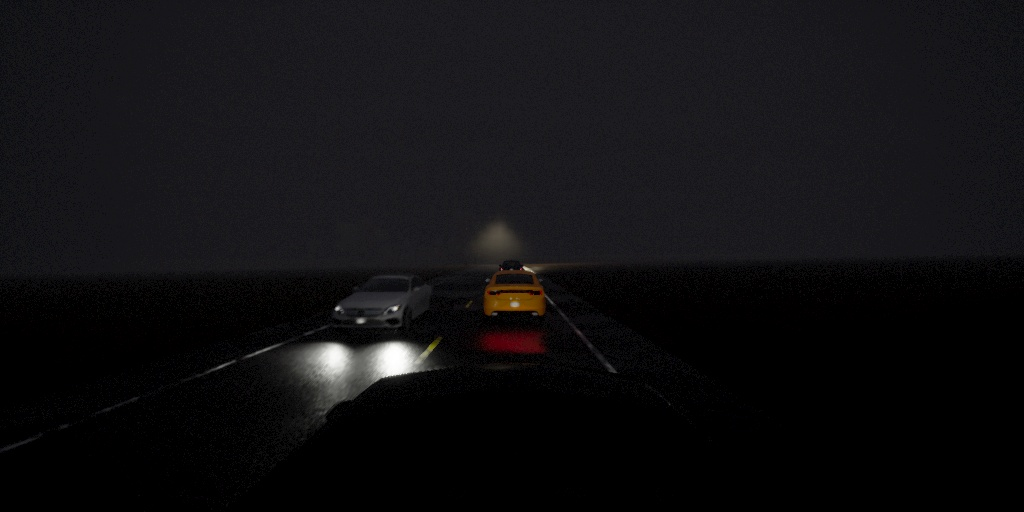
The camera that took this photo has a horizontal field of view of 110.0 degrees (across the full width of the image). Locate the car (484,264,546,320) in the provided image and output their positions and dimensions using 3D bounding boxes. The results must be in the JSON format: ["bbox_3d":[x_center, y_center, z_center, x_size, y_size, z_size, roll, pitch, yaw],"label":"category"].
[{"bbox_3d":[0.074,1.230,12.678,1.882,1.535,5.008,0,0,0],"label":"car"}]

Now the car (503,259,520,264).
[{"bbox_3d":[-0.057,1.117,30.777,2.097,1.767,4.553,0,0,-1],"label":"car"}]

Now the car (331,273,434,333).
[{"bbox_3d":[-3.620,1.278,10.900,1.812,1.442,4.674,0,0,0],"label":"car"}]
